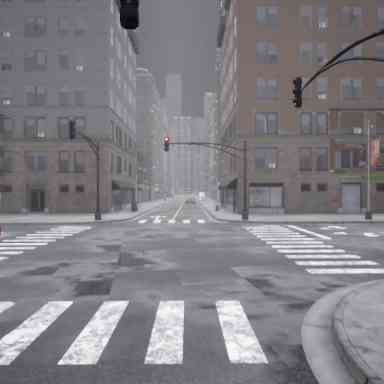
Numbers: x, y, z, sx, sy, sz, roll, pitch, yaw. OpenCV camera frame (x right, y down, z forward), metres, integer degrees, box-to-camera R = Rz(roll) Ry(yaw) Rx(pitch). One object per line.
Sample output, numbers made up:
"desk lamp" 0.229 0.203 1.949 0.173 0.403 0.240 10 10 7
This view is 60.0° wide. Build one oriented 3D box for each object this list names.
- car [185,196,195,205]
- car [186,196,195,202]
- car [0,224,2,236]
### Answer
"car" -0.334 1.709 63.741 1.895 1.301 4.718 0 0 0
"car" -0.407 1.554 73.746 1.895 1.301 4.718 0 0 0
"car" -11.035 1.267 13.836 5.566 2.045 2.150 0 0 0
